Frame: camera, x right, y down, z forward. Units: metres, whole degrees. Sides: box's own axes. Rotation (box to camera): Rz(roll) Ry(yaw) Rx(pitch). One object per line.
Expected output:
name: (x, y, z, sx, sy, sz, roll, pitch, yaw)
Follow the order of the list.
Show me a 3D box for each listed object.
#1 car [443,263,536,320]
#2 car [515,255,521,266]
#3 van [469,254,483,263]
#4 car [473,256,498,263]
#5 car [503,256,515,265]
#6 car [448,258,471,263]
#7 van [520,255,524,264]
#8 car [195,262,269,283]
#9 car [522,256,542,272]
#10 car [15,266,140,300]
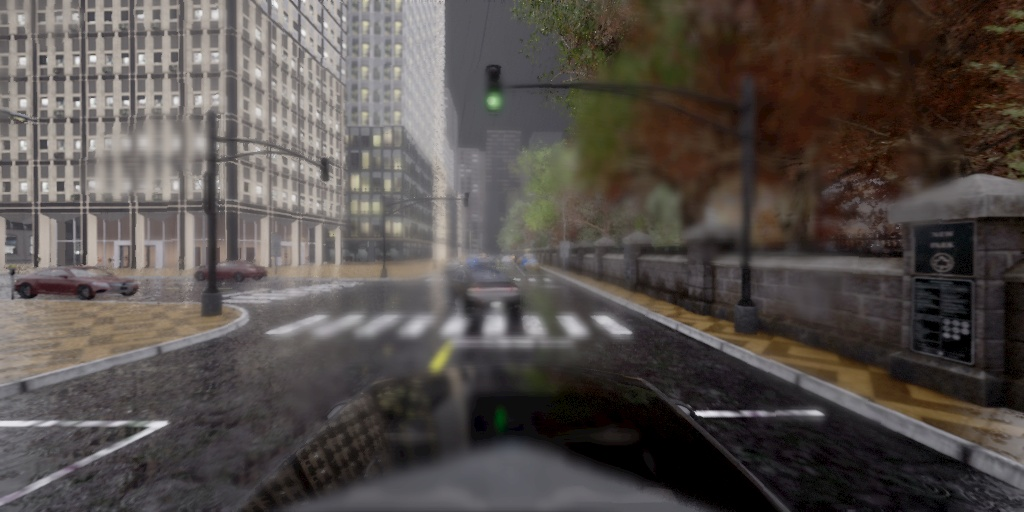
car: (-1.141, 1.171, 12.516, 2.128, 1.511, 4.902, 0, 0, -18)
car: (1.910, 0.920, 62.348, 1.751, 1.417, 4.829, 0, 0, -2)
van: (-5.968, 0.771, 56.352, 1.690, 1.789, 3.998, 0, 0, -1)
car: (-3.084, 1.061, 42.684, 2.033, 1.411, 5.357, 0, 0, -1)
car: (-0.714, 0.905, 64.516, 1.812, 1.442, 4.674, 0, 0, -2)
car: (-5.429, 1.114, 34.174, 2.007, 1.370, 4.403, 0, 0, -1)
van: (2.282, 0.838, 45.549, 1.690, 1.789, 3.998, 0, 0, -1)
car: (-17.954, 1.011, 23.050, 4.207, 1.307, 1.802, 0, 0, 4)
car: (2.371, 1.056, 40.175, 1.751, 1.417, 4.829, 0, 0, -1)
car: (-18.072, 1.076, 14.937, 4.207, 1.307, 1.802, 0, 0, 4)
